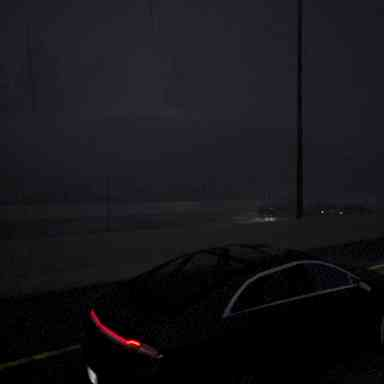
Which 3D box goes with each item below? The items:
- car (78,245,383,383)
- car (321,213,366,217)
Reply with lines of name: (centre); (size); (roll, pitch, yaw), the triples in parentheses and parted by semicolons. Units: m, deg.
car: (1.047, 1.490, 4.499); (4.902, 1.511, 2.128); (0, 0, -35)
car: (11.835, 1.586, 25.333); (4.718, 1.301, 1.895); (0, 0, -35)
